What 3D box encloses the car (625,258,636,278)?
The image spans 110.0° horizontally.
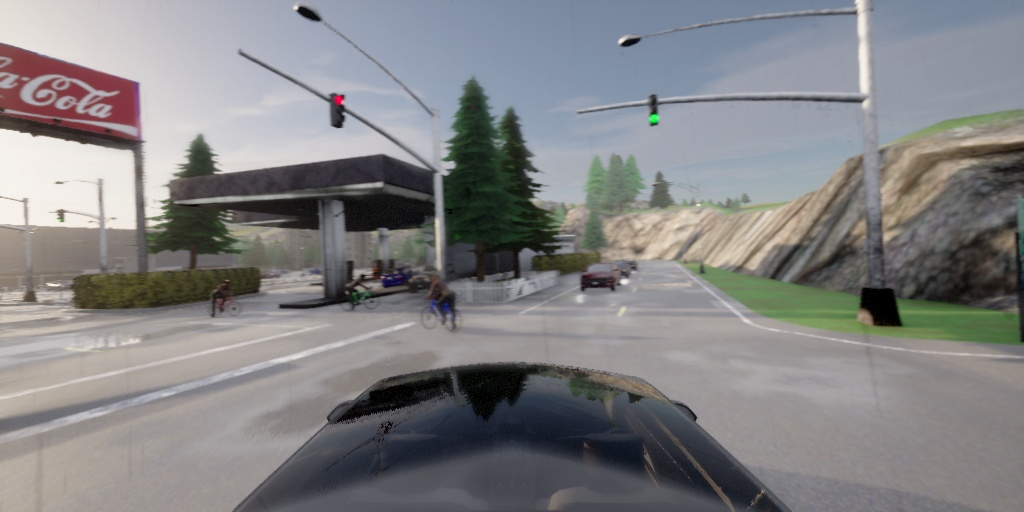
[{"bbox_3d":[9.014,1.021,30.293,2.033,1.411,5.357,-3,0,22],"label":"car"}]

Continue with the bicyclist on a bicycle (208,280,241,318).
[{"bbox_3d":[-12.897,1.915,16.068,1.656,1.620,0.582,-2,-1,7],"label":"bicyclist on a bicycle"}]

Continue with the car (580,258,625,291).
[{"bbox_3d":[5.297,1.118,21.157,1.882,1.535,5.008,-3,0,22],"label":"car"}]

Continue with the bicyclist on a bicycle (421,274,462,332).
[{"bbox_3d":[-2.056,1.338,10.240,1.656,1.620,0.582,-3,-1,34],"label":"bicyclist on a bicycle"}]

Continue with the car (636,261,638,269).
[{"bbox_3d":[12.798,0.904,39.560,1.895,1.301,4.718,-3,0,22],"label":"car"}]

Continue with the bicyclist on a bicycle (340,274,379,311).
[{"bbox_3d":[-6.921,1.653,16.302,1.656,1.620,0.582,-2,0,-18],"label":"bicyclist on a bicycle"}]
